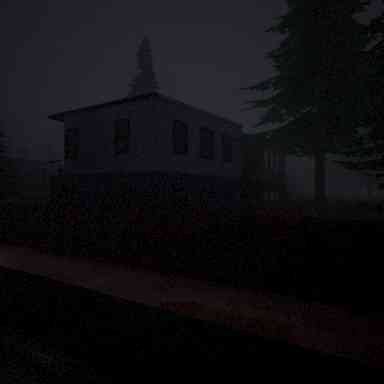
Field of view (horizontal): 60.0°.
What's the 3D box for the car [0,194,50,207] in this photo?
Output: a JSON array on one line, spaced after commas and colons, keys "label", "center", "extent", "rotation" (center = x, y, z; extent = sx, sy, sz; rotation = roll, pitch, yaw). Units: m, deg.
[{"label": "car", "center": [-14.710, 1.196, 29.549], "extent": [2.150, 2.045, 5.566], "rotation": [0, 0, 27]}]
